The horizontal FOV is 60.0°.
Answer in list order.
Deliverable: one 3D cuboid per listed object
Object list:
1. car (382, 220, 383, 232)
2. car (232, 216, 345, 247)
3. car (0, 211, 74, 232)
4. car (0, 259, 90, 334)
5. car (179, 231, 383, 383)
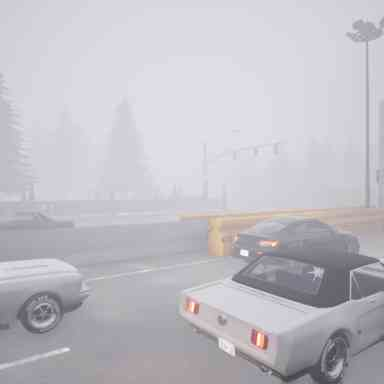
[{"bbox_3d":[10.695,1.406,15.604,4.674,1.442,1.812,-1,0,-36],"label":"car"},{"bbox_3d":[3.306,1.473,10.364,4.674,1.442,1.812,-1,0,-35],"label":"car"},{"bbox_3d":[-8.113,1.594,15.390,4.718,1.301,1.895,0,0,-35],"label":"car"},{"bbox_3d":[-4.115,1.601,5.110,4.718,1.301,1.895,0,0,-35],"label":"car"},{"bbox_3d":[2.237,1.576,5.323,4.718,1.301,1.895,-1,0,-35],"label":"car"}]
